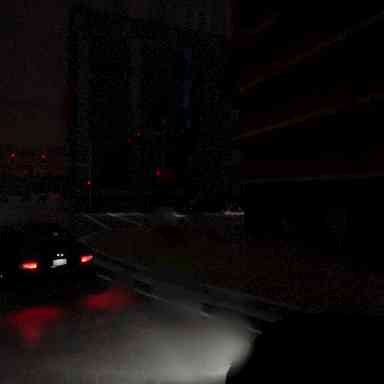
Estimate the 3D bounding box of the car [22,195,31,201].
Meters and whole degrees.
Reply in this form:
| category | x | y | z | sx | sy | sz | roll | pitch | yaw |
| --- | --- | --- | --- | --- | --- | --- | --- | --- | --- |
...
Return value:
| category | x | y | z | sx | sy | sz | roll | pitch | yaw |
| --- | --- | --- | --- | --- | --- | --- | --- | --- | --- |
| car | -40.150 | 1.525 | 80.691 | 2.128 | 1.511 | 4.902 | 0 | 0 | -23 |

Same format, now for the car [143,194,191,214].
| category | x | y | z | sx | sy | sz | roll | pitch | yaw |
| --- | --- | --- | --- | --- | --- | --- | --- | --- | --- |
| car | -2.541 | 1.277 | 36.529 | 5.566 | 2.045 | 2.150 | 0 | 0 | -22 |

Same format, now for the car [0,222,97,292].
| category | x | y | z | sx | sy | sz | roll | pitch | yaw |
| --- | --- | --- | --- | --- | --- | --- | --- | --- | --- |
| car | -4.390 | 1.547 | 9.074 | 2.033 | 1.411 | 5.357 | 0 | 0 | -39 |

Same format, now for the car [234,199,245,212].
| category | x | y | z | sx | sy | sz | roll | pitch | yaw |
| --- | --- | --- | --- | --- | --- | --- | --- | --- | --- |
| car | 6.614 | 1.560 | 40.320 | 4.892 | 1.490 | 1.837 | 0 | 0 | -22 |

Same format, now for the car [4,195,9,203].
| category | x | y | z | sx | sy | sz | roll | pitch | yaw |
| --- | --- | --- | --- | --- | --- | --- | --- | --- | --- |
| car | -37.702 | 1.355 | 65.915 | 2.097 | 1.767 | 4.553 | 0 | 0 | -23 |

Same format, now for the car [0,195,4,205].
| category | x | y | z | sx | sy | sz | roll | pitch | yaw |
| --- | --- | --- | --- | --- | --- | --- | --- | --- | --- |
| car | -33.760 | 1.601 | 56.500 | 1.895 | 1.301 | 4.718 | 0 | 0 | -22 |

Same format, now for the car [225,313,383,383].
| category | x | y | z | sx | sy | sz | roll | pitch | yaw |
| --- | --- | --- | --- | --- | --- | --- | --- | --- | --- |
| car | 2.827 | 1.547 | 2.052 | 5.357 | 1.411 | 2.033 | 0 | 0 | 35 |

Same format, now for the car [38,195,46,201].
| category | x | y | z | sx | sy | sz | roll | pitch | yaw |
| --- | --- | --- | --- | --- | --- | --- | --- | --- | --- |
| car | -37.061 | 1.540 | 82.373 | 2.033 | 1.411 | 5.357 | 0 | 0 | -23 |

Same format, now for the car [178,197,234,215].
| category | x | y | z | sx | sy | sz | roll | pitch | yaw |
| --- | --- | --- | --- | --- | --- | --- | --- | --- | --- |
| car | 1.448 | 1.560 | 34.393 | 4.892 | 1.490 | 1.837 | 0 | 0 | -22 |
